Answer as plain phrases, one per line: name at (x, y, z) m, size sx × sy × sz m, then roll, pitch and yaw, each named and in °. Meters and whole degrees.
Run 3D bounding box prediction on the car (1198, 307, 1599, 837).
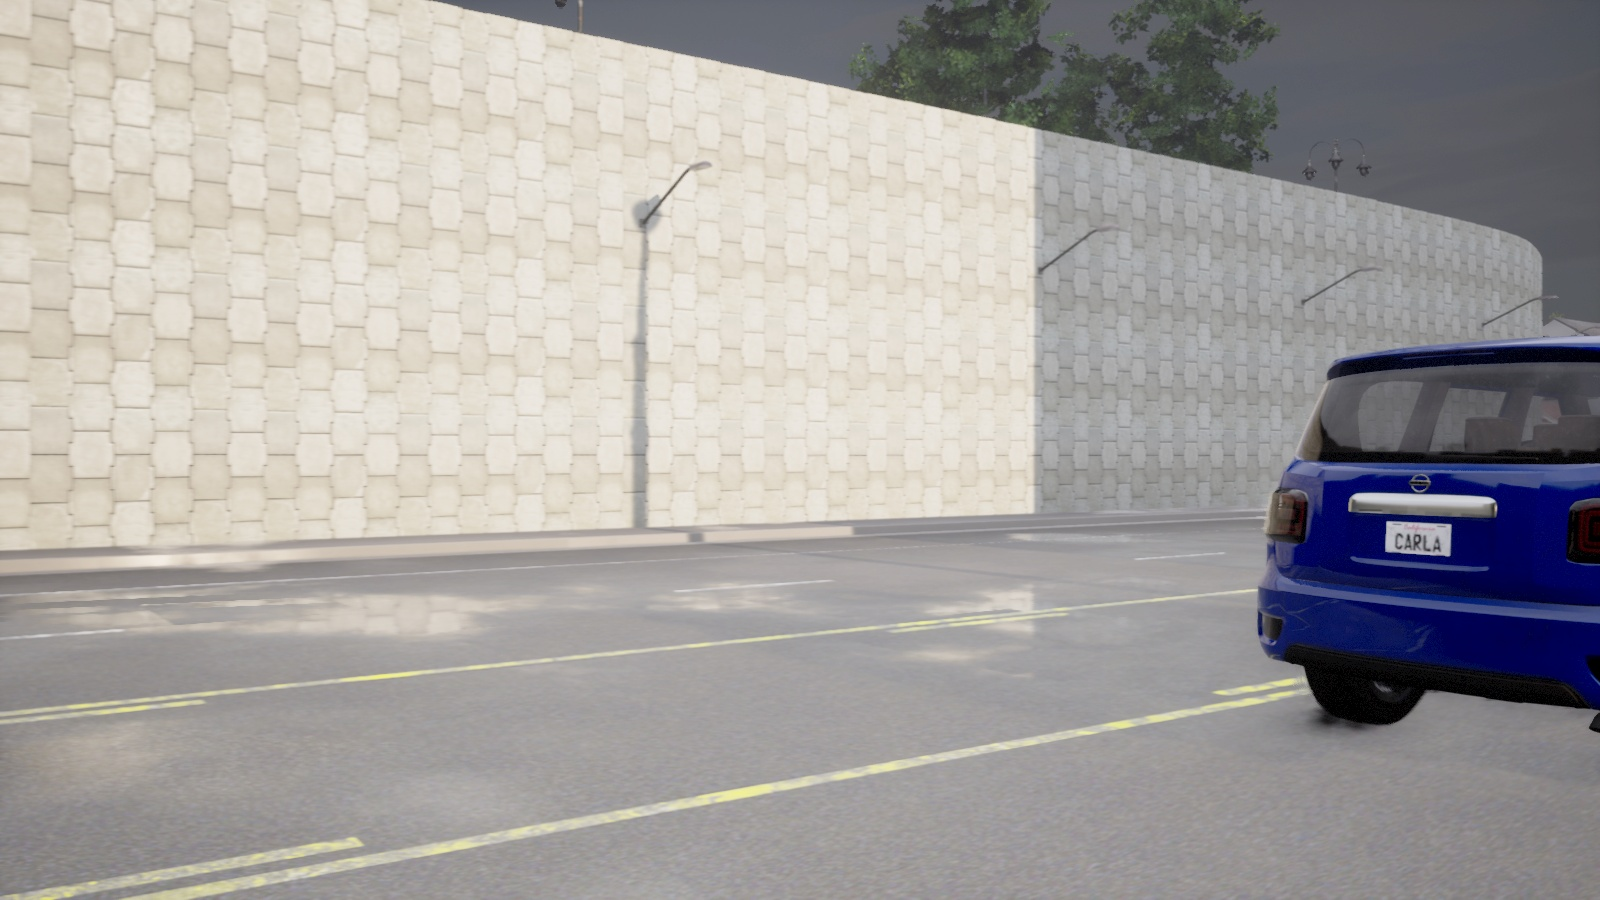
car at (4.920, 0.471, 7.084) m, size 5.566 × 2.045 × 2.150 m, roll 0°, pitch 0°, yaw -35°
